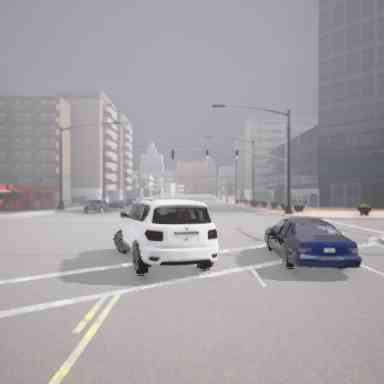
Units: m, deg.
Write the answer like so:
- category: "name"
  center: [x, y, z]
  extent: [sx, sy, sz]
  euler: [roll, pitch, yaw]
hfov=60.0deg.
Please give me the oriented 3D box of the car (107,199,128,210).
- category: "car"
  center: [-10.552, 1.732, 47.173]
  extent: [1.994, 1.385, 4.181]
  euler: [0, -1, 0]

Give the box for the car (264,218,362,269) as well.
- category: "car"
  center: [3.731, 1.572, 11.209]
  extent: [2.033, 1.411, 5.357]
  euler: [0, 0, 3]

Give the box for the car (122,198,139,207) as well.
- category: "car"
  center: [-10.502, 1.769, 57.261]
  extent: [1.882, 1.535, 5.008]
  euler: [0, -1, 0]

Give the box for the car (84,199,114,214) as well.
- category: "car"
  center: [-10.558, 1.576, 37.174]
  extent: [1.837, 1.490, 4.892]
  euler: [0, 0, 0]

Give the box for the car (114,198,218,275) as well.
- category: "car"
  center: [-1.035, 1.248, 10.890]
  extent: [2.150, 2.045, 5.566]
  euler: [1, 0, -20]
